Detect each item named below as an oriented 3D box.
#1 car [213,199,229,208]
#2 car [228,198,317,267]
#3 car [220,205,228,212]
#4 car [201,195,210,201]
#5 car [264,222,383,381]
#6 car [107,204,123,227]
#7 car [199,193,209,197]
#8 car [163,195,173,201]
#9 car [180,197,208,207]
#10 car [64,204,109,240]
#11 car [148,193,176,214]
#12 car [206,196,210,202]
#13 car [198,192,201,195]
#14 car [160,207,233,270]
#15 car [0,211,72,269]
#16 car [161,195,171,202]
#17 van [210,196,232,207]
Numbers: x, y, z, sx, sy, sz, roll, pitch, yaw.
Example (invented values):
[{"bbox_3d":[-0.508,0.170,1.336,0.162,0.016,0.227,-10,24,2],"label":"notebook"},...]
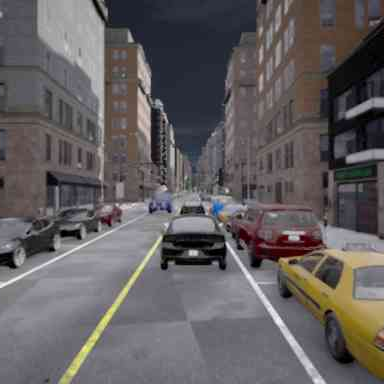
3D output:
[{"bbox_3d":[2.668,1.468,22.646,1.752,1.417,4.829,1,0,0],"label":"car"},{"bbox_3d":[2.673,1.287,11.129,2.192,1.841,5.009,1,0,0],"label":"car"},{"bbox_3d":[2.669,1.540,16.803,1.802,1.307,4.206,1,0,0],"label":"car"},{"bbox_3d":[3.034,1.338,77.017,1.887,1.381,4.507,1,0,1],"label":"car"},{"bbox_3d":[2.673,1.511,5.626,1.752,1.417,4.829,1,0,0],"label":"car"},{"bbox_3d":[-5.858,1.487,22.476,1.887,1.381,4.507,1,0,0],"label":"car"},{"bbox_3d":[2.965,1.375,71.487,1.947,1.339,4.313,1,0,1],"label":"car"},{"bbox_3d":[-5.491,1.360,77.118,1.947,1.339,4.313,1,0,1],"label":"car"},{"bbox_3d":[0.064,1.408,27.190,1.882,1.535,5.008,0,0,0],"label":"car"},{"bbox_3d":[-5.856,1.523,16.804,1.947,1.339,4.313,1,0,0],"label":"car"},{"bbox_3d":[-3.078,1.136,33.872,2.150,2.045,5.566,0,0,0],"label":"car"},{"bbox_3d":[2.664,1.438,33.993,1.752,1.417,4.829,1,0,0],"label":"car"},{"bbox_3d":[3.171,1.306,88.078,1.887,1.381,4.507,1,0,1],"label":"car"},{"bbox_3d":[0.060,1.451,11.043,1.882,1.535,5.008,0,-1,1],"label":"car"},{"bbox_3d":[-5.855,1.537,11.131,1.947,1.339,4.313,1,0,0],"label":"car"},{"bbox_3d":[-5.560,1.392,71.589,1.802,1.307,4.206,1,0,1],"label":"car"},{"bbox_3d":[2.668,1.269,28.149,1.690,1.788,3.998,1,0,0],"label":"van"}]
